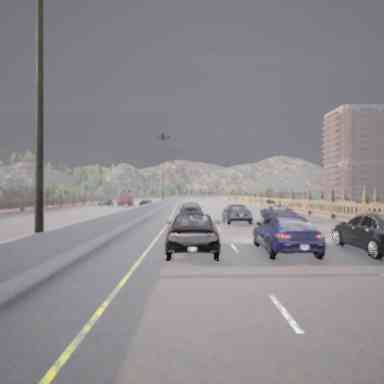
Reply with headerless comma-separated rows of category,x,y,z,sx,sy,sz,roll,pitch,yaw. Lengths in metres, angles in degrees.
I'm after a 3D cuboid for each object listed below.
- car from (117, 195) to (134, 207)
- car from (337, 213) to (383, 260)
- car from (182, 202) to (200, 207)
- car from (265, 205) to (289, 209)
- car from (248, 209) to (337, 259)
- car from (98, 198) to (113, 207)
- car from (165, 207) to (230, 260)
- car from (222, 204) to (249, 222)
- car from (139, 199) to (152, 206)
car,-11.569,1.468,58.129,2.150,2.045,5.566,0,0,-1
car,7.039,1.560,12.641,1.837,1.490,4.892,0,0,1
car,-0.123,1.624,27.702,1.837,1.490,4.892,0,0,-1
car,6.884,1.717,27.185,1.895,1.301,4.718,0,0,-1
car,3.540,1.581,12.674,1.812,1.442,4.674,0,-1,1
car,-15.069,1.739,58.076,2.128,1.511,4.902,0,0,-1
car,0.039,1.546,12.606,2.128,1.511,4.902,0,0,1
car,3.407,1.657,25.557,2.033,1.411,5.357,0,0,-1
car,-8.068,1.849,58.178,1.895,1.301,4.718,0,0,-1
